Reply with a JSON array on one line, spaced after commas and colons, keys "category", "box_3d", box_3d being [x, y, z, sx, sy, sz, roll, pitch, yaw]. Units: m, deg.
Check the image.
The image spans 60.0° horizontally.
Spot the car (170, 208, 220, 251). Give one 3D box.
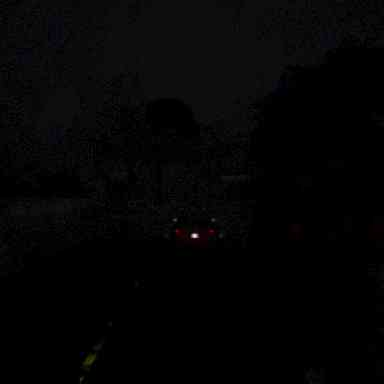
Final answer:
[{"category": "car", "box_3d": [0.102, 1.626, 14.484, 1.994, 1.385, 4.181, 0, 0, 0]}]

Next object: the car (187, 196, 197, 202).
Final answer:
[{"category": "car", "box_3d": [0.004, 2.363, 80.171, 1.837, 1.490, 4.892, 0, -1, 0]}]

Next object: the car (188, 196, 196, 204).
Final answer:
[{"category": "car", "box_3d": [0.004, 2.170, 90.628, 2.150, 2.045, 5.566, 0, -1, 0]}]

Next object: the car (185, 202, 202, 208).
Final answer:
[{"category": "car", "box_3d": [0.101, 1.696, 24.891, 1.994, 1.385, 4.181, 0, 0, 0]}]
